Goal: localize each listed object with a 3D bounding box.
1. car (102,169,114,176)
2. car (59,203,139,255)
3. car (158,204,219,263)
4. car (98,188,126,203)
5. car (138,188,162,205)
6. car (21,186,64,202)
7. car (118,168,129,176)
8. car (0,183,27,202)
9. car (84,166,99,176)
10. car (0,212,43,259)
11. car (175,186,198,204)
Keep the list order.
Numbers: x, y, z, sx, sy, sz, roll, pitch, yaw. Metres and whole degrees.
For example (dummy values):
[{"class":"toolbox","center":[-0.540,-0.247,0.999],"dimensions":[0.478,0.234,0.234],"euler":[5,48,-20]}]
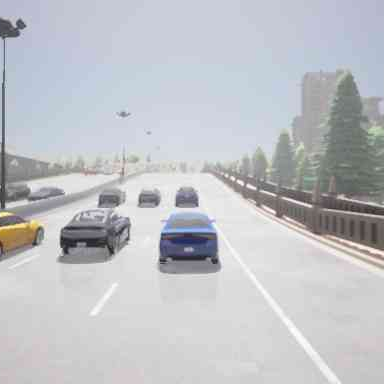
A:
[{"class":"car","center":[-18.930,-4.416,75.037],"dimensions":[1.895,1.301,4.718],"euler":[0,6,-1]},{"class":"car","center":[-3.645,1.441,13.261],"dimensions":[2.128,1.511,4.902],"euler":[0,1,-1]},{"class":"car","center":[-0.124,1.451,12.038],"dimensions":[1.882,1.535,5.008],"euler":[0,1,-1]},{"class":"car","center":[-7.490,0.364,31.461],"dimensions":[1.837,1.490,4.892],"euler":[0,6,-1]},{"class":"car","center":[-3.994,0.327,31.719],"dimensions":[2.128,1.511,4.902],"euler":[0,6,-1]},{"class":"car","center":[-14.729,0.160,33.814],"dimensions":[2.033,1.411,5.357],"euler":[0,6,-1]},{"class":"car","center":[-15.422,-4.558,74.699],"dimensions":[1.882,1.535,5.008],"euler":[0,6,-1]},{"class":"car","center":[-18.226,-0.036,33.773],"dimensions":[2.097,1.767,4.553],"euler":[0,6,-1]},{"class":"car","center":[-22.420,-4.800,74.506],"dimensions":[2.150,2.045,5.566],"euler":[0,6,-1]},{"class":"car","center":[-7.124,1.457,11.936],"dimensions":[1.882,1.535,5.008],"euler":[0,1,-1]},{"class":"car","center":[-0.490,0.211,31.498],"dimensions":[2.097,1.767,4.553],"euler":[0,5,-1]}]
